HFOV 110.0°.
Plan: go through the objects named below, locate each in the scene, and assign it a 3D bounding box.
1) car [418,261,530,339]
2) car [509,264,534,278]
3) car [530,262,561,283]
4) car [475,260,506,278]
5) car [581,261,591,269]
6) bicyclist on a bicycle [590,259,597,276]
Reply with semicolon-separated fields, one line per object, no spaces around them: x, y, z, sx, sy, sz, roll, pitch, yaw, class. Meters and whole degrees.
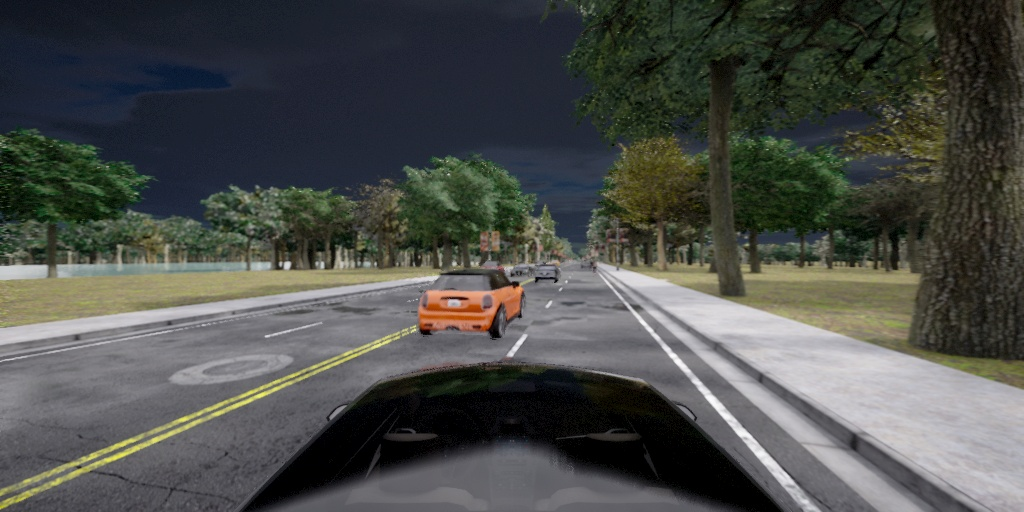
-0.940;1.159;10.597;2.097;1.767;4.553;0;0;12;car
1.081;1.522;37.792;1.994;1.385;4.181;0;0;12;car
3.061;1.453;30.246;2.033;1.411;5.357;0;0;12;car
-2.196;1.325;37.995;2.097;1.767;4.553;0;0;12;car
13.272;1.575;64.080;2.128;1.511;4.902;0;0;12;car
8.754;1.380;37.942;0.582;1.620;1.656;0;-1;12;bicyclist on a bicycle
